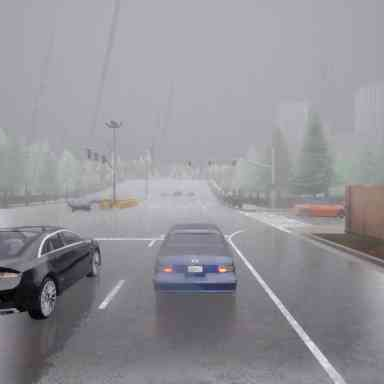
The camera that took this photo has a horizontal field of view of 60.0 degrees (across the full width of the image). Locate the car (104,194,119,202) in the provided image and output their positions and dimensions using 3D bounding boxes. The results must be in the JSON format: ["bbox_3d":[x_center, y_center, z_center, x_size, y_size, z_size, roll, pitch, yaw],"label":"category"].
[{"bbox_3d":[-17.633,1.342,73.368,2.128,1.511,4.902,0,2,0],"label":"car"}]

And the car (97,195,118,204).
[{"bbox_3d":[-14.135,1.525,56.237,1.812,1.442,4.674,0,0,0],"label":"car"}]

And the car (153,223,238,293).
[{"bbox_3d":[0.071,1.547,8.982,2.033,1.411,5.357,0,0,0],"label":"car"}]

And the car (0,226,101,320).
[{"bbox_3d":[-3.437,1.492,7.308,2.128,1.511,4.902,0,0,0],"label":"car"}]

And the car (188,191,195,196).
[{"bbox_3d":[-0.235,0.302,89.536,1.895,1.301,4.718,0,7,0],"label":"car"}]

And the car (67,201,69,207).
[{"bbox_3d":[-17.637,1.601,51.371,1.895,1.301,4.718,0,0,0],"label":"car"}]

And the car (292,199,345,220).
[{"bbox_3d":[10.780,1.352,27.594,4.553,1.767,2.097,0,0,1],"label":"car"}]

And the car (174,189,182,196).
[{"bbox_3d":[-3.735,0.063,89.512,2.097,1.767,4.553,0,7,0],"label":"car"}]

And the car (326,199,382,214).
[{"bbox_3d":[16.845,1.505,34.721,4.892,1.490,1.837,0,0,0],"label":"car"}]

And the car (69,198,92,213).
[{"bbox_3d":[-12.758,1.477,38.067,1.882,1.535,5.008,-1,0,-18],"label":"car"}]

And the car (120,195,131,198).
[{"bbox_3d":[-14.113,1.388,70.134,1.882,1.535,5.008,0,1,0],"label":"car"}]

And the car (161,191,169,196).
[{"bbox_3d":[-7.235,0.297,89.546,1.895,1.301,4.718,0,7,0],"label":"car"}]

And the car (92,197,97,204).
[{"bbox_3d":[-17.620,1.564,61.775,1.994,1.385,4.181,0,0,0],"label":"car"}]
